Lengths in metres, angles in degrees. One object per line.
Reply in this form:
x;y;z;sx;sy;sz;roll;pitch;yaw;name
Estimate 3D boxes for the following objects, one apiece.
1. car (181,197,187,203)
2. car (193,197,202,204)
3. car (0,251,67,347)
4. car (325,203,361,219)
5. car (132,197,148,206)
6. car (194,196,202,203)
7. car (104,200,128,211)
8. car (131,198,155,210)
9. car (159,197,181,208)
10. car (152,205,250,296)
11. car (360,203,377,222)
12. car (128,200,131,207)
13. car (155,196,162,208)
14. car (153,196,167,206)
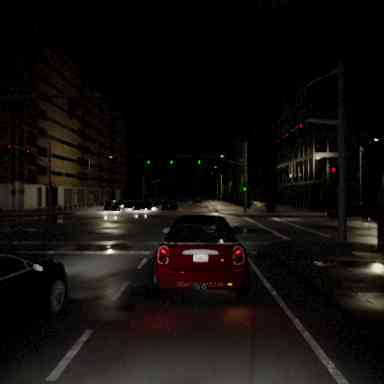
-2.136;1.944;80.379;2.033;1.411;5.357;0;0;2;car
1.171;1.849;73.578;1.882;1.535;5.008;0;0;2;car
-3.380;1.516;4.588;2.128;1.511;4.902;0;0;1;car
14.474;1.699;29.782;4.902;1.511;2.128;0;0;1;car
-9.698;1.806;62.776;2.128;1.511;4.902;0;0;2;car
1.462;1.900;83.733;1.882;1.535;5.008;0;0;2;car
-10.206;1.784;43.882;1.994;1.385;4.181;0;0;1;car
-6.678;1.794;45.880;1.994;1.385;4.181;0;0;1;car
-3.003;1.794;45.788;1.994;1.385;4.181;0;0;1;car
0.247;1.397;8.981;2.097;1.767;4.553;0;0;2;car
16.665;1.738;26.237;5.357;1.411;2.033;0;0;1;car
-10.026;1.865;52.683;1.895;1.301;4.718;0;0;2;car
-6.462;1.766;54.771;2.128;1.511;4.902;0;0;2;car
-6.135;1.676;64.576;2.097;1.767;4.553;0;0;2;car
